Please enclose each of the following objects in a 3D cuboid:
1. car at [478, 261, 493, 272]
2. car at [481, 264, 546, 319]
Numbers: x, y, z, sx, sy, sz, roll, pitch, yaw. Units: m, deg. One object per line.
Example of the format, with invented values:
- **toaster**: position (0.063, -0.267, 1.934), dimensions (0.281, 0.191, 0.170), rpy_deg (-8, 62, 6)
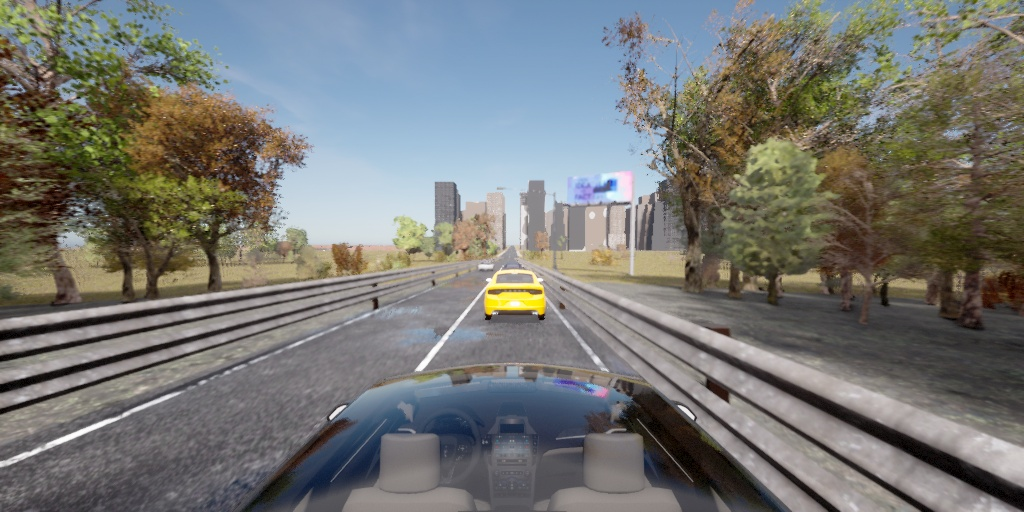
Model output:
- **car**: position (-3.294, 1.335, 46.497), dimensions (1.895, 1.301, 4.718), rpy_deg (0, 0, 0)
- **car**: position (0.090, 1.224, 12.806), dimensions (1.882, 1.535, 5.008), rpy_deg (0, 0, 0)
